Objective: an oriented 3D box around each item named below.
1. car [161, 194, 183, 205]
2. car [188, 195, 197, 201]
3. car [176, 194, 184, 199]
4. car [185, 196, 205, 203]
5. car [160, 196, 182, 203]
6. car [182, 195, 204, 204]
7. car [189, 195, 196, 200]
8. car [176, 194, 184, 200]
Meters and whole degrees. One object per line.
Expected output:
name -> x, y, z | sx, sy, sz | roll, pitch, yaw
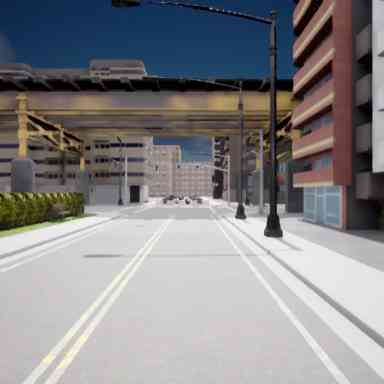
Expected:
car -> -3.646, 1.424, 57.549 | 2.038, 1.542, 4.974 | 0, 0, 25
car -> 0.144, 1.427, 83.838 | 2.038, 1.542, 4.974 | 0, 0, 0
car -> -3.288, 1.271, 92.412 | 1.853, 1.218, 4.536 | 0, 0, 0
car -> 0.496, 1.267, 57.290 | 1.853, 1.218, 4.536 | 0, 0, -20
car -> -3.625, 1.266, 57.596 | 1.853, 1.218, 4.536 | 0, 0, 25
car -> 0.514, 1.424, 57.242 | 2.038, 1.542, 4.974 | 0, 0, -20
car -> 0.144, 1.270, 83.890 | 1.853, 1.218, 4.536 | 0, 0, 0
car -> -3.288, 1.428, 92.360 | 2.038, 1.542, 4.974 | 0, 0, 0
